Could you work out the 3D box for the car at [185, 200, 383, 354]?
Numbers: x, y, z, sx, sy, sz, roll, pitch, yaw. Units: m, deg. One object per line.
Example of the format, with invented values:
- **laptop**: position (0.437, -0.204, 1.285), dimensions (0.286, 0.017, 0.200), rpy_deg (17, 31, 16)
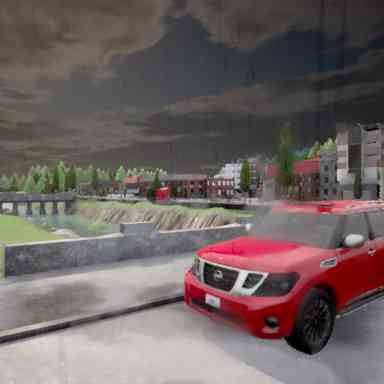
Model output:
- **car**: position (2.508, 1.218, 6.522), dimensions (5.566, 2.045, 2.150), rpy_deg (0, 0, -37)
